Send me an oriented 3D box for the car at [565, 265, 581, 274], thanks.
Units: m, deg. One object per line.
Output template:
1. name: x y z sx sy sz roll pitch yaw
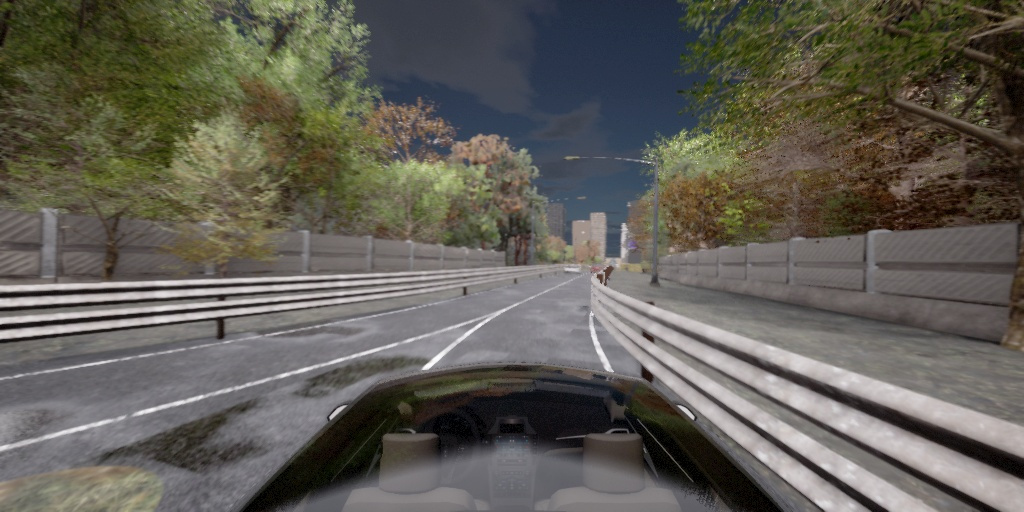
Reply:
1. car: 8.842 1.989 52.152 1.895 1.301 4.718 1 -1 16

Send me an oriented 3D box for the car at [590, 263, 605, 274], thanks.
1. car: 13.321 1.897 55.803 2.097 1.767 4.553 1 -1 16
